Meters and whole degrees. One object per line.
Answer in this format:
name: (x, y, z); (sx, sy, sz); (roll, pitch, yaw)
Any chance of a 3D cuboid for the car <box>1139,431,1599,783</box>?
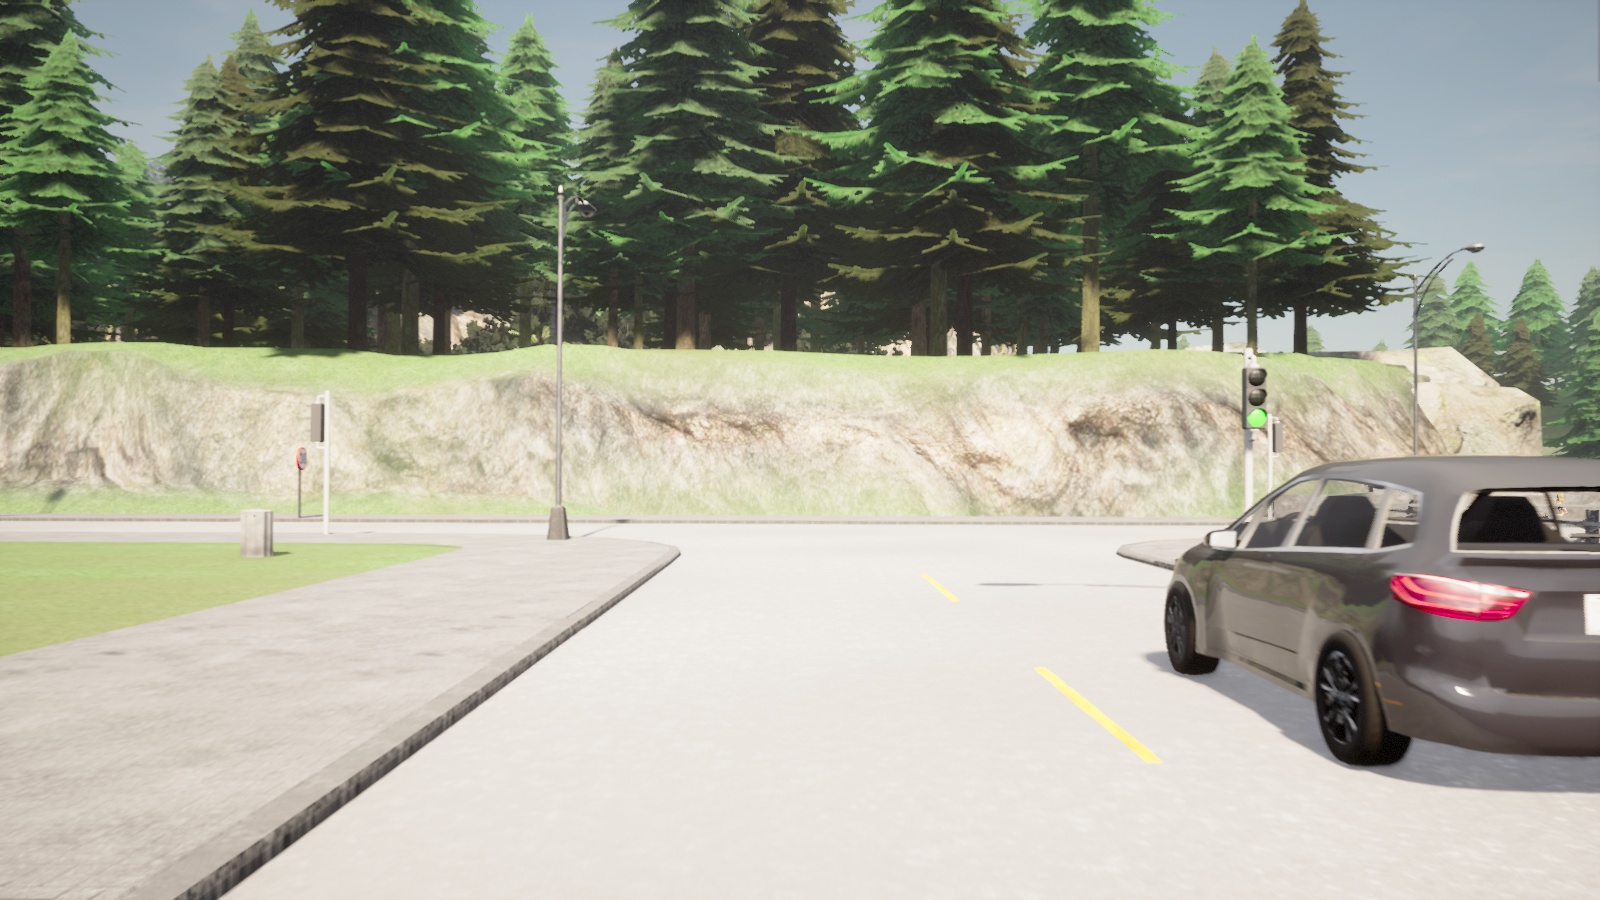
car: (3.978, 0.782, 8.272); (2.242, 1.667, 4.611); (0, -1, 0)
